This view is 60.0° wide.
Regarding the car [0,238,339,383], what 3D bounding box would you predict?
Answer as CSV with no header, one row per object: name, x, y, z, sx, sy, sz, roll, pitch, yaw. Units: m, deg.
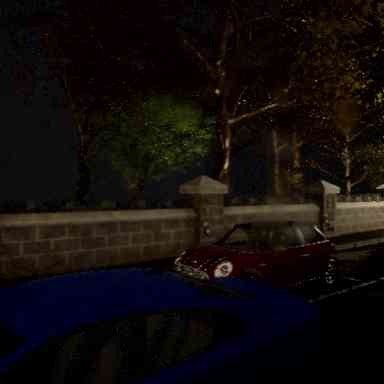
car,-1.018,1.477,2.636,5.008,1.535,1.882,0,0,-35

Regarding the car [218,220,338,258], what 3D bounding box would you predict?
car,1.510,1.436,7.636,4.097,1.590,1.967,0,0,-36
